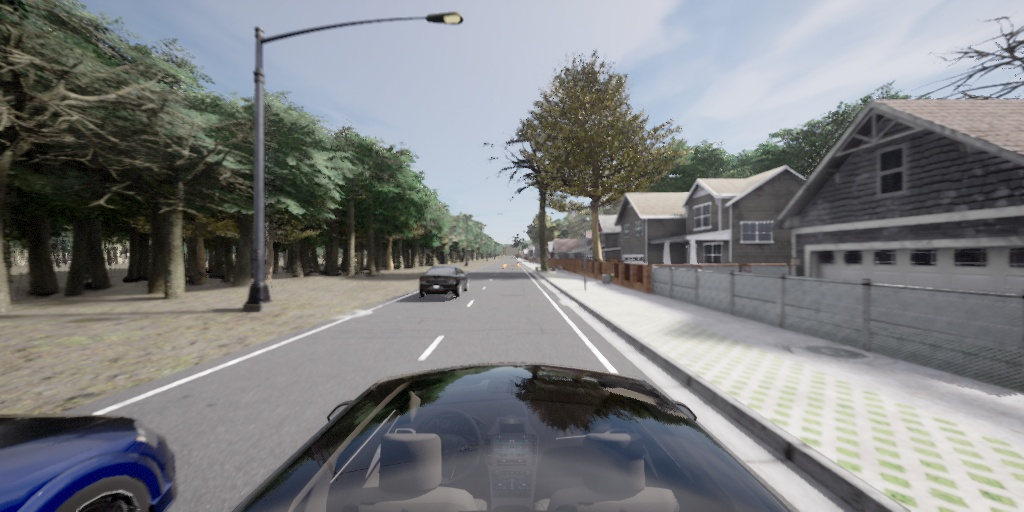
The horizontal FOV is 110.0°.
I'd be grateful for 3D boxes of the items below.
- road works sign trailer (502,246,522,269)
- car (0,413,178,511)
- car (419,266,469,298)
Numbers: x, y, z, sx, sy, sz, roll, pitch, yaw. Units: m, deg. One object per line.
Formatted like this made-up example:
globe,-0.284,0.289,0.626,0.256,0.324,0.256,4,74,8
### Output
road works sign trailer,0.010,0.266,56.185,2.380,3.560,2.880,0,0,0
car,-3.399,1.314,0.815,1.994,1.385,4.181,0,0,0
car,-3.395,1.232,18.543,1.882,1.535,5.008,0,0,0
